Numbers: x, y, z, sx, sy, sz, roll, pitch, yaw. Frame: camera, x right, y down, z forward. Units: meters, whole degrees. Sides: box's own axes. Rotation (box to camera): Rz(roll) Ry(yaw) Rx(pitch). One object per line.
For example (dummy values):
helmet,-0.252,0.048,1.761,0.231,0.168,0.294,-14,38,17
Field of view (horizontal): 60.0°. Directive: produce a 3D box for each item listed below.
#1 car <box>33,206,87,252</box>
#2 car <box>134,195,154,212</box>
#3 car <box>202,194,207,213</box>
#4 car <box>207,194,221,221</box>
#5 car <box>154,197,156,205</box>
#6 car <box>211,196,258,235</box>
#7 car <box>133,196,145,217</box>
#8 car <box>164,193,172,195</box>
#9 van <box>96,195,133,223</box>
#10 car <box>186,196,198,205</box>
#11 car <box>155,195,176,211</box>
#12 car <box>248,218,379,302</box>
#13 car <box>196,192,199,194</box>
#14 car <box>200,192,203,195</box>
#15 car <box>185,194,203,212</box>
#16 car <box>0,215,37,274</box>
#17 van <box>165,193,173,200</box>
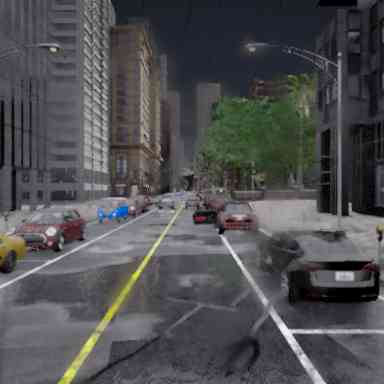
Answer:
car,-5.762,1.423,13.591,1.967,1.590,4.097,0,0,0
car,-5.762,1.272,35.542,2.192,1.841,5.009,0,0,0
car,2.764,1.265,41.013,2.192,1.841,5.009,0,0,0
car,2.763,1.279,30.040,2.192,1.841,5.009,0,0,0
car,-5.761,1.497,52.006,1.947,1.339,4.313,0,0,0
car,2.389,1.329,18.845,2.097,1.767,4.553,0,0,0
car,-5.762,1.404,30.054,1.967,1.590,4.097,0,0,0
car,-5.760,1.177,78.565,2.192,1.841,5.009,0,0,0
van,-5.762,1.311,24.566,1.690,1.788,3.998,0,0,0
car,0.002,1.447,56.411,1.812,1.442,4.674,0,0,0
car,-3.084,1.475,40.969,1.812,1.442,4.674,0,0,0
car,2.763,1.556,8.094,1.947,1.339,4.313,0,0,0
car,2.766,1.270,89.387,1.967,1.590,4.097,0,0,0
car,2.764,1.246,51.988,2.192,1.841,5.009,0,0,0
car,0.066,1.435,44.639,2.128,1.511,4.902,0,0,0
car,-5.762,1.516,7.934,1.752,1.417,4.829,0,0,0
van,-5.760,1.187,83.985,1.690,1.788,3.998,0,0,0
